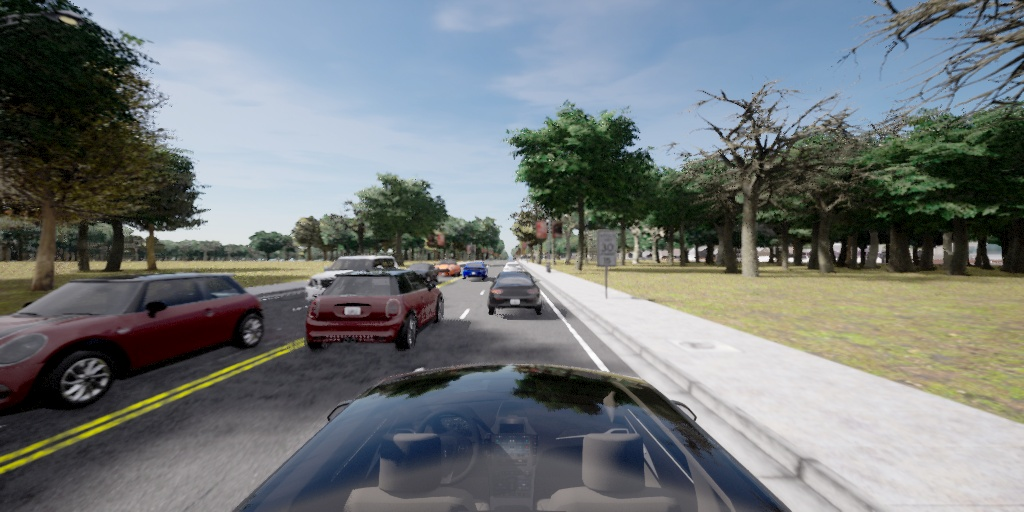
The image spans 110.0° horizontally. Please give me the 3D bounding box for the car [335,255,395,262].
[{"bbox_3d":[-6.595,0.981,15.666,2.150,2.045,5.566,0,0,0],"label":"car"}]

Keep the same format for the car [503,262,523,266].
[{"bbox_3d":[0.099,1.307,34.291,1.812,1.442,4.674,0,0,0],"label":"car"}]

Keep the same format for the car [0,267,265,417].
[{"bbox_3d":[-6.597,1.105,6.110,2.097,1.767,4.553,0,0,0],"label":"car"}]

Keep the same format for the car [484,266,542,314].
[{"bbox_3d":[0.100,1.283,13.654,1.812,1.442,4.674,0,0,0],"label":"car"}]

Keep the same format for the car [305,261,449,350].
[{"bbox_3d":[-3.149,1.106,9.211,2.097,1.767,4.553,0,0,0],"label":"car"}]

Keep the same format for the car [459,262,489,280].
[{"bbox_3d":[-3.151,1.256,31.819,1.882,1.535,5.008,0,0,0],"label":"car"}]

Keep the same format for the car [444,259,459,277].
[{"bbox_3d":[-6.501,1.137,36.159,2.097,1.767,4.553,0,0,0],"label":"car"}]
